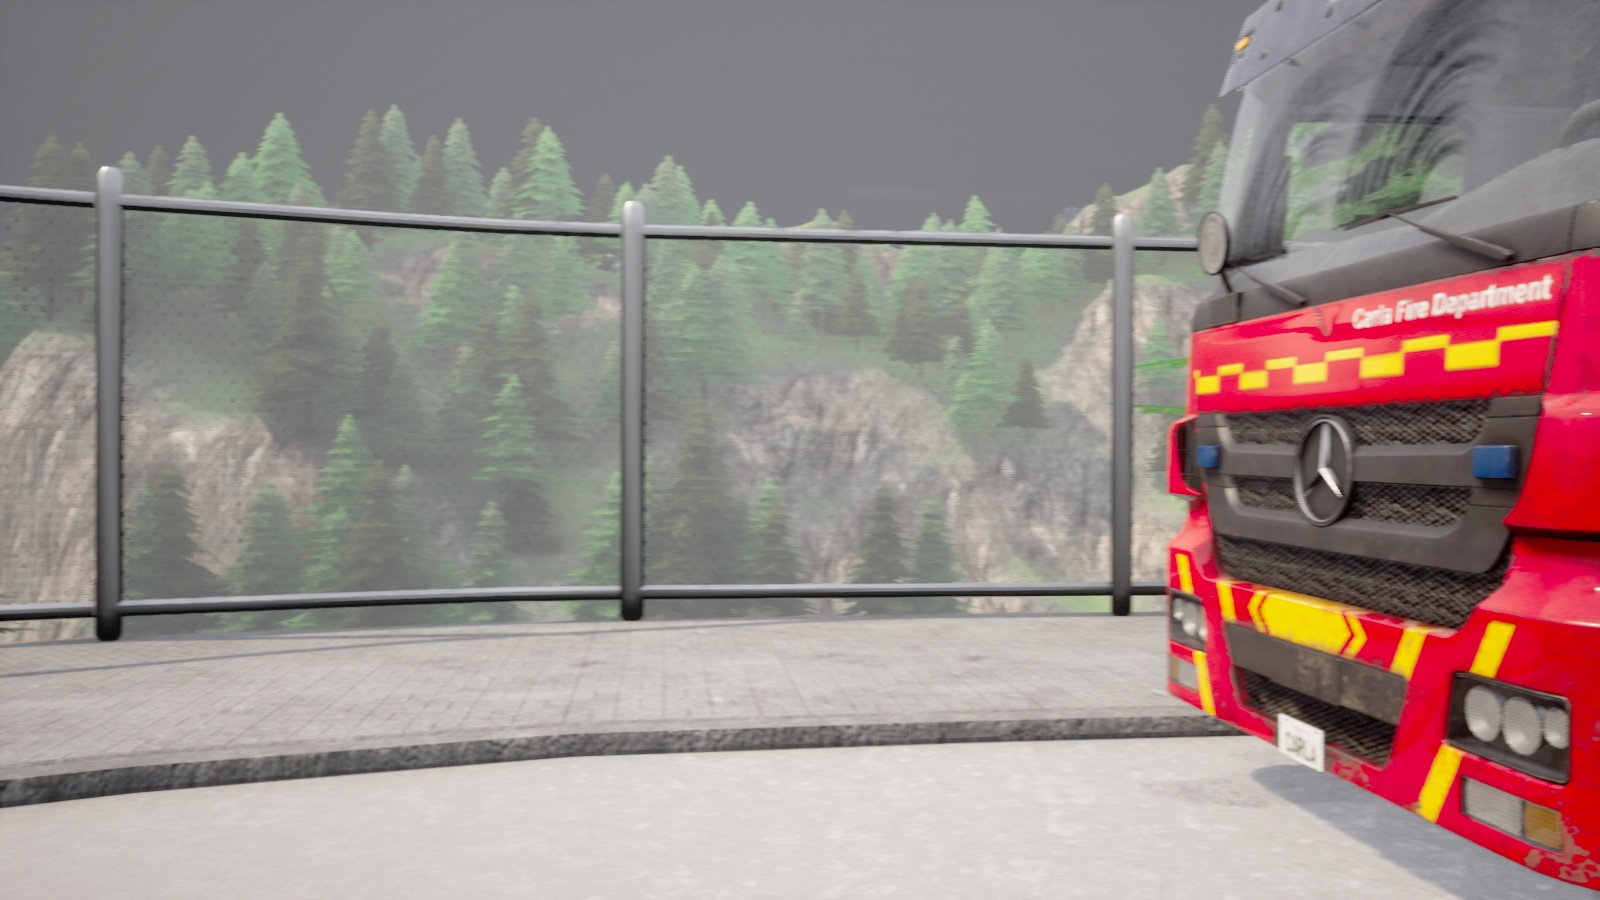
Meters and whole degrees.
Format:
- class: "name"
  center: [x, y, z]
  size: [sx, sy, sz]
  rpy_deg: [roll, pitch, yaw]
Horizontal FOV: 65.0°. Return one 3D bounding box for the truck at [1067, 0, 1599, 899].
- class: "truck"
  center: [5.608, -0.433, 4.849]
  size: [8.468, 3.827, 2.891]
  rpy_deg: [0, 0, -7]
